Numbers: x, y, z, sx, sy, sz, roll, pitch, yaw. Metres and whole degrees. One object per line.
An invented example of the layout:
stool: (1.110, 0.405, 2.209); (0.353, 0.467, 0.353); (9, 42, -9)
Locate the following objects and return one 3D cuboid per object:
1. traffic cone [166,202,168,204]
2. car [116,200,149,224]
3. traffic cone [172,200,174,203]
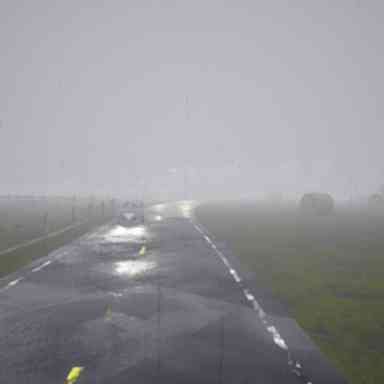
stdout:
traffic cone: (-4.140, 1.644, 55.160); (0.340, 0.580, 0.340); (0, 0, 8)
car: (-4.120, 1.349, 23.468); (2.128, 1.511, 4.902); (0, 0, -3)
traffic cone: (-3.380, 1.621, 60.181); (0.340, 0.580, 0.340); (0, 0, 10)
